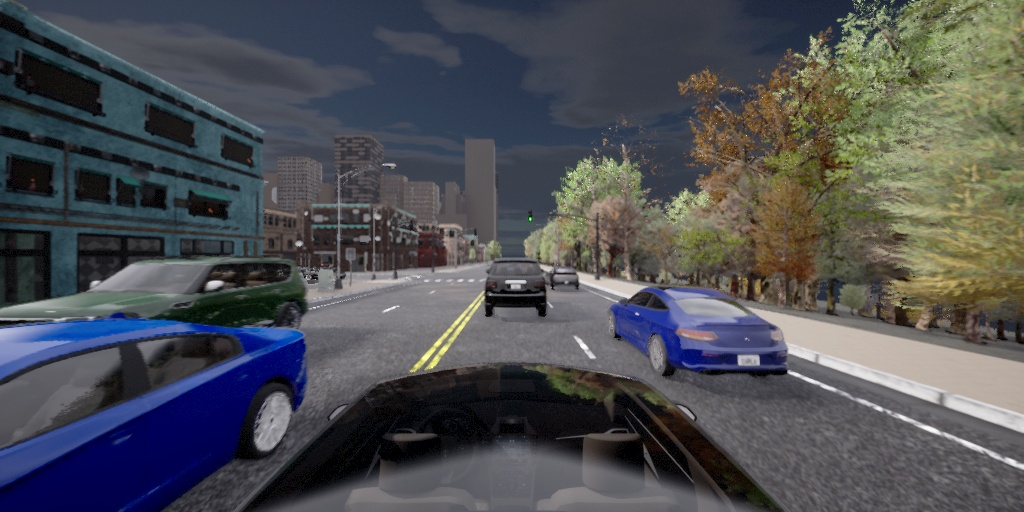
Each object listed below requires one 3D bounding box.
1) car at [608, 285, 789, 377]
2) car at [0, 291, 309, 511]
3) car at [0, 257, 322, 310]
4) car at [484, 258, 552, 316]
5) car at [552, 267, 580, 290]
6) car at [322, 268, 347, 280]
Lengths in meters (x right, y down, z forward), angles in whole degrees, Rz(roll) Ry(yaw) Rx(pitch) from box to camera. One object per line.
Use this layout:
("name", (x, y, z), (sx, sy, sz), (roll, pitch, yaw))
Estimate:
("car", (3.361, 1.330, 7.377), (1.812, 1.442, 4.674), (0, 0, 0))
("car", (-3.352, 1.232, 2.198), (1.882, 1.535, 5.008), (0, -1, 0))
("car", (-6.593, 1.028, 7.454), (2.150, 2.045, 5.566), (0, -1, 0))
("car", (0.126, 1.093, 14.147), (2.150, 2.045, 5.566), (0, 0, 0))
("car", (3.390, 1.462, 24.617), (2.128, 1.511, 4.902), (0, -1, 0))
("car", (-19.883, 1.918, 38.096), (4.313, 1.339, 1.948), (0, 0, 0))
